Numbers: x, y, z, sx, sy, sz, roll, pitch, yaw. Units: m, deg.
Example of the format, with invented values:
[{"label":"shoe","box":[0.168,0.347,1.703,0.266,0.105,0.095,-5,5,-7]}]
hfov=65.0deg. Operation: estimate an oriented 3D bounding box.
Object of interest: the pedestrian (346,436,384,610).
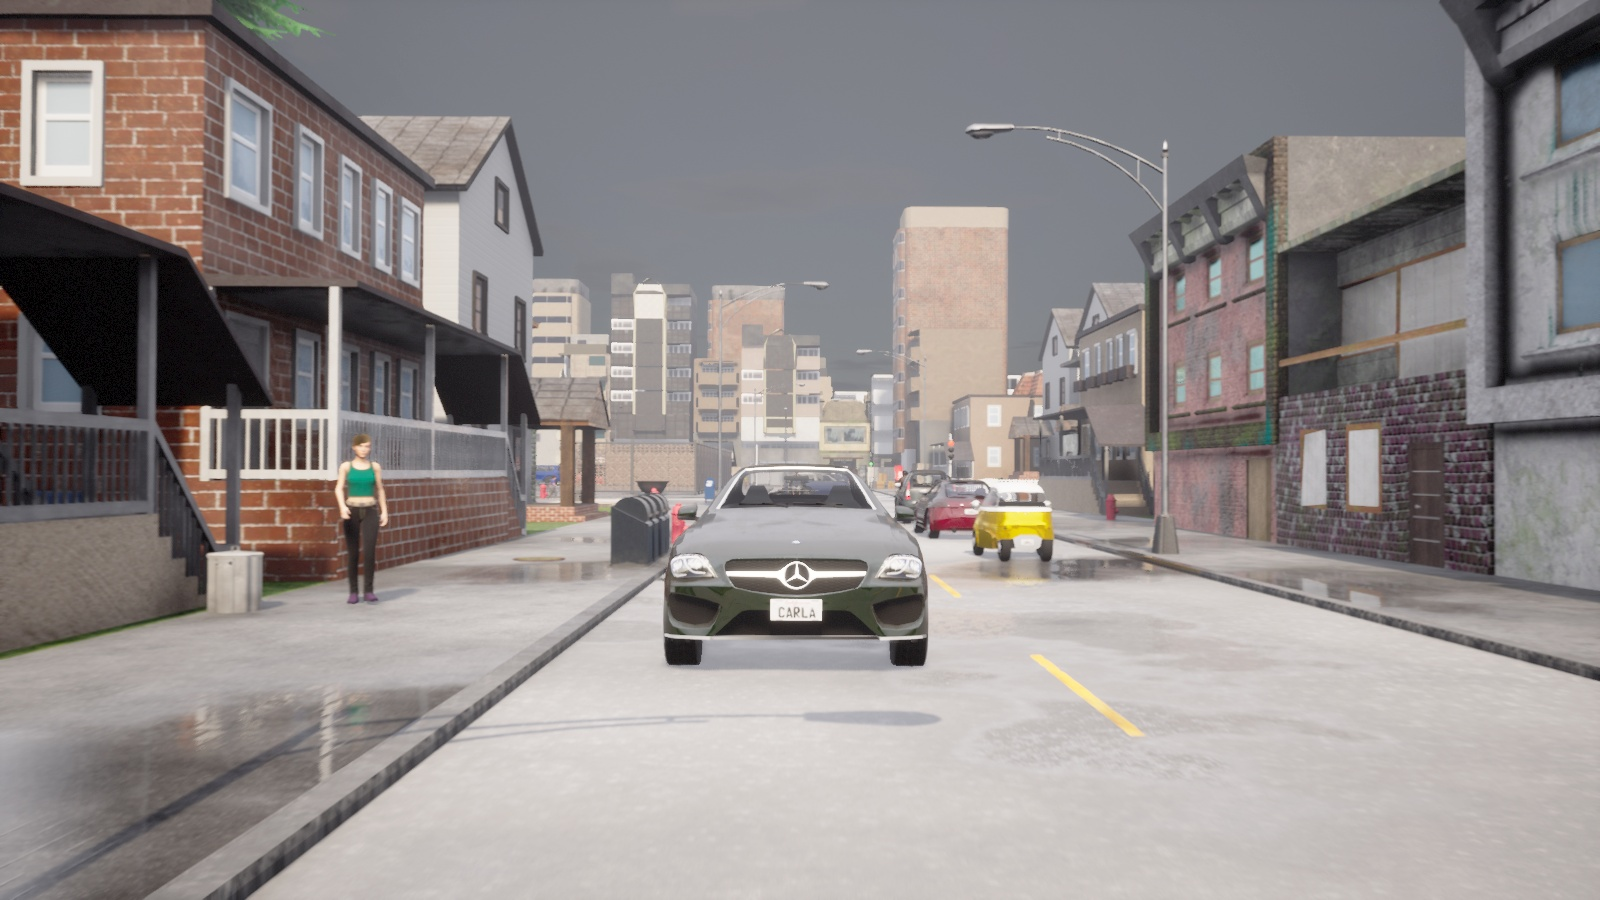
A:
[{"label":"pedestrian","box":[-4.715,0.772,13.599,0.345,1.836,0.594,0,-1,-23]}]

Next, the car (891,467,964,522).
[{"label":"car","box":[3.899,1.354,39.104,1.851,1.617,3.988,0,-1,0]}]

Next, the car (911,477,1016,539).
[{"label":"car","box":[3.926,1.381,30.827,1.994,1.385,4.181,0,-1,-1]}]

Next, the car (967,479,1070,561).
[{"label":"car","box":[3.941,1.238,22.869,1.481,1.376,2.207,0,-1,0]}]

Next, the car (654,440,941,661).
[{"label":"car","box":[-0.031,0.794,11.953,2.152,1.651,5.027,0,-1,0]}]
